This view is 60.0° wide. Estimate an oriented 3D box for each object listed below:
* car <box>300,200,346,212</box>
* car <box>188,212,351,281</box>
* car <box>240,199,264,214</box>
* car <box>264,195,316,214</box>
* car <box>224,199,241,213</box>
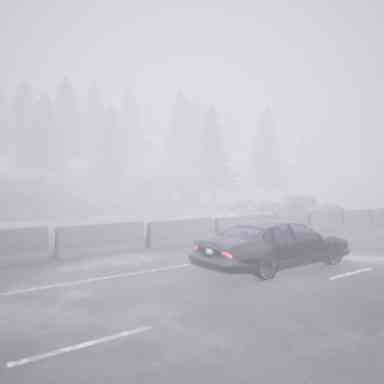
[{"bbox_3d":[12.021,1.646,29.795,4.181,1.385,1.994,1,0,-36],"label":"car"},{"bbox_3d":[2.483,1.543,9.838,5.357,1.411,2.033,0,0,-35],"label":"car"},{"bbox_3d":[7.965,1.578,35.500,4.902,1.511,2.128,1,0,-36],"label":"car"},{"bbox_3d":[10.056,1.307,32.695,5.566,2.045,2.150,1,0,-36],"label":"car"},{"bbox_3d":[5.879,1.593,38.310,4.892,1.490,1.837,1,0,-36],"label":"car"}]
